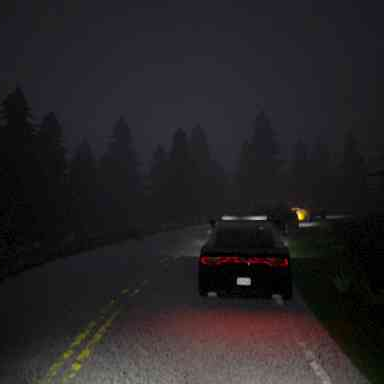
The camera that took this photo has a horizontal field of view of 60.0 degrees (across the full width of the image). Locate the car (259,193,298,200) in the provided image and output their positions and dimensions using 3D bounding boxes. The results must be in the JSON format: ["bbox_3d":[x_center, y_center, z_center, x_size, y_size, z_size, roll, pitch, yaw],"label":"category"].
[{"bbox_3d":[7.074,1.095,27.620,5.566,2.045,2.150,0,-4,-43],"label":"car"}]

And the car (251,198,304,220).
[{"bbox_3d":[4.230,1.317,17.105,1.837,1.490,4.892,-2,0,27],"label":"car"}]

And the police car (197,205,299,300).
[{"bbox_3d":[1.349,1.364,8.488,1.930,1.638,5.238,-1,0,10],"label":"police car"}]

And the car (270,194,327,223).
[{"bbox_3d":[7.336,1.150,21.908,1.801,1.575,5.366,-4,-1,38],"label":"car"}]
